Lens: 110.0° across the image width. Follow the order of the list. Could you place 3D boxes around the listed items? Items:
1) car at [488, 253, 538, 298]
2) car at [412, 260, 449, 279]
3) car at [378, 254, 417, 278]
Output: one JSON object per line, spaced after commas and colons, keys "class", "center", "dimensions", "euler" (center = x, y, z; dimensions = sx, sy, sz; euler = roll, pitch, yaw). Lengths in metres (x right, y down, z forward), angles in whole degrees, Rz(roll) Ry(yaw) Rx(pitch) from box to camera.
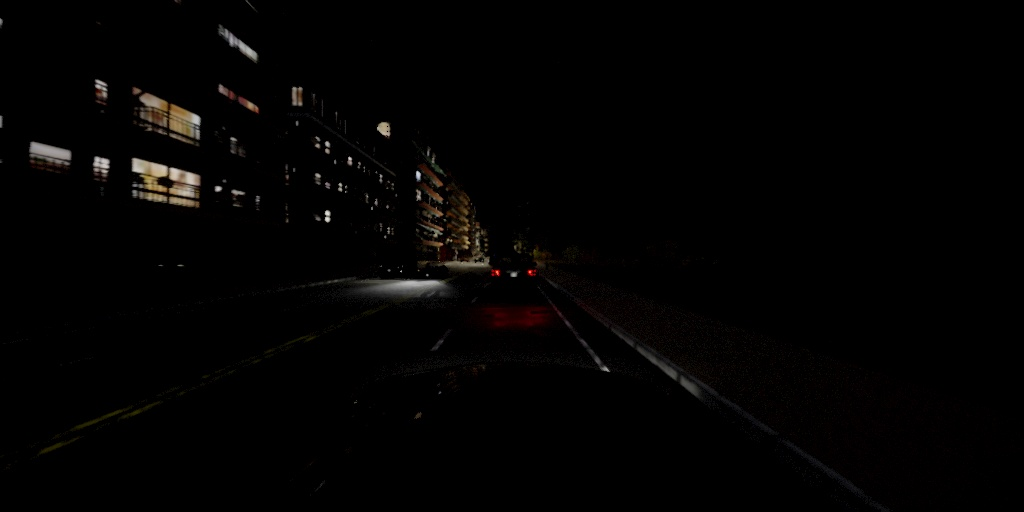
{"class": "car", "center": [0.071, 0.878, 17.806], "dimensions": [2.150, 2.045, 5.566], "euler": [0, 0, 0]}
{"class": "car", "center": [-6.640, 1.184, 30.354], "dimensions": [1.895, 1.301, 4.718], "euler": [0, 0, 0]}
{"class": "car", "center": [-9.888, 0.798, 31.623], "dimensions": [2.150, 2.045, 5.566], "euler": [0, 0, 0]}
